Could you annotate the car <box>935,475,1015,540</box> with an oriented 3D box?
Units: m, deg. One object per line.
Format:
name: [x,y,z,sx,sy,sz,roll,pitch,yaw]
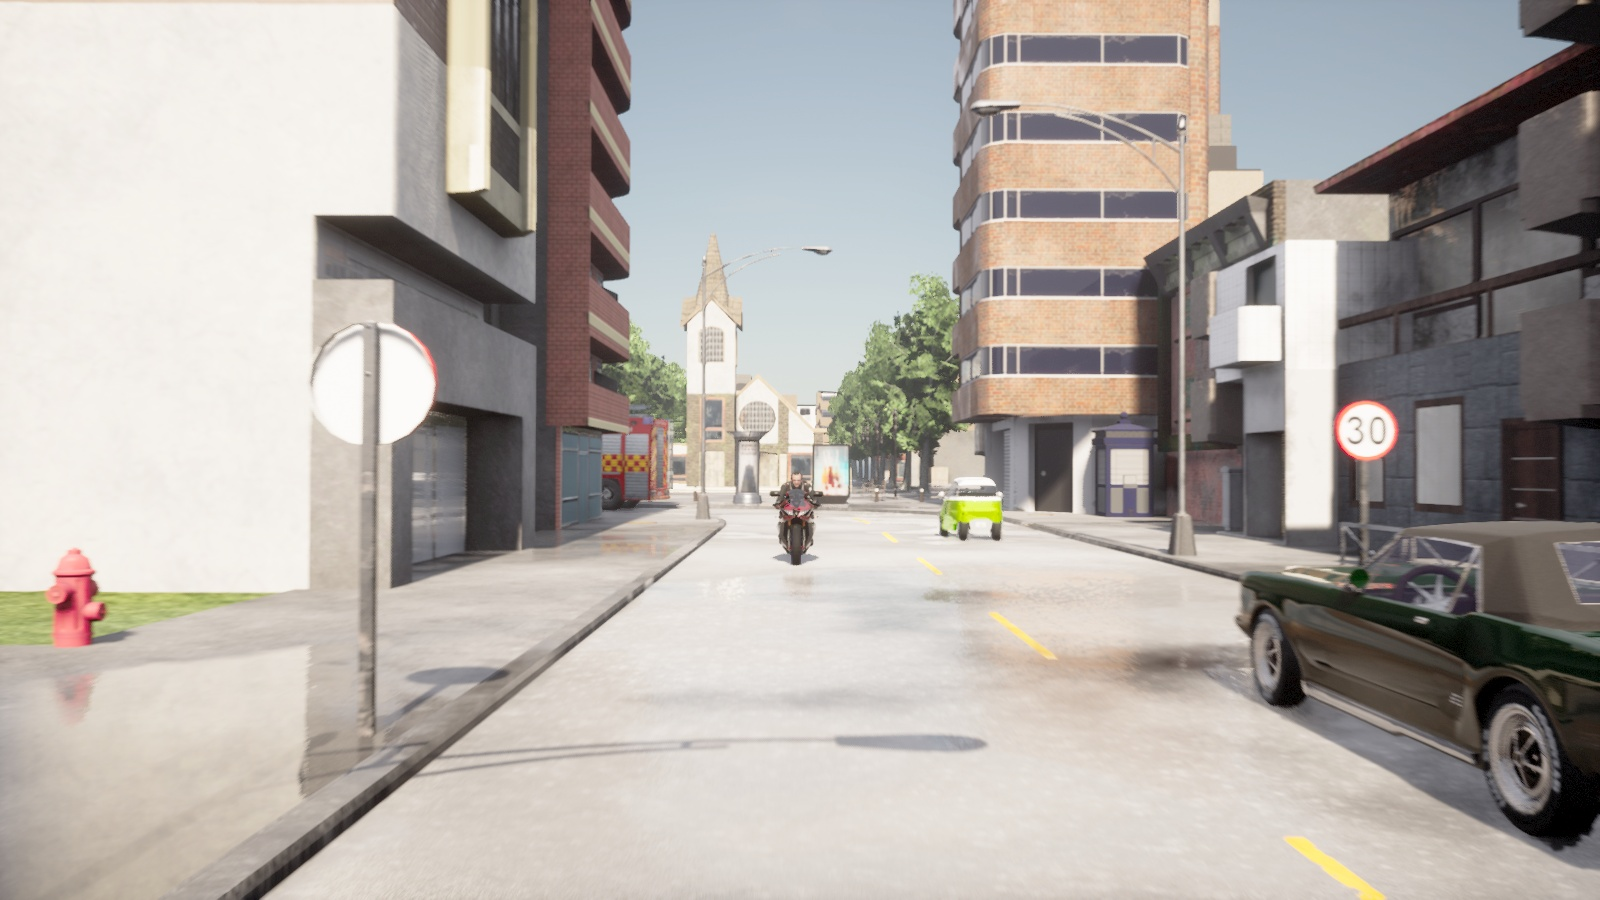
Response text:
car: [3.931,1.265,28.412,1.481,1.376,2.207,0,-1,0]

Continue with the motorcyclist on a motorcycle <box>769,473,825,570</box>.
motorcyclist on a motorcycle: [-0.049,1.152,20.937,0.866,1.530,2.191,0,-1,0]

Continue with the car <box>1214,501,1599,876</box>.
car: [3.983,0.995,6.828,1.895,1.301,4.718,0,-1,0]

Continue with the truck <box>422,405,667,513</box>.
truck: [-9.438,0.368,46.834,8.468,3.827,2.891,0,-1,9]
